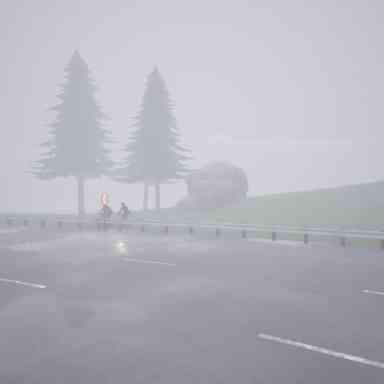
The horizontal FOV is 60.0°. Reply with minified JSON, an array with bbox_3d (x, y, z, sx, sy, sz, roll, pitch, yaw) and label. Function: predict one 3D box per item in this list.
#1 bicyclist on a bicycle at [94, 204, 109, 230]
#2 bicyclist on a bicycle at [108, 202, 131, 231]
[{"bbox_3d":[-5.127,1.423,19.696,0.582,1.620,1.656,0,-3,36],"label":"bicyclist on a bicycle"},{"bbox_3d":[-3.947,1.436,19.304,0.582,1.620,1.656,1,-4,23],"label":"bicyclist on a bicycle"}]
